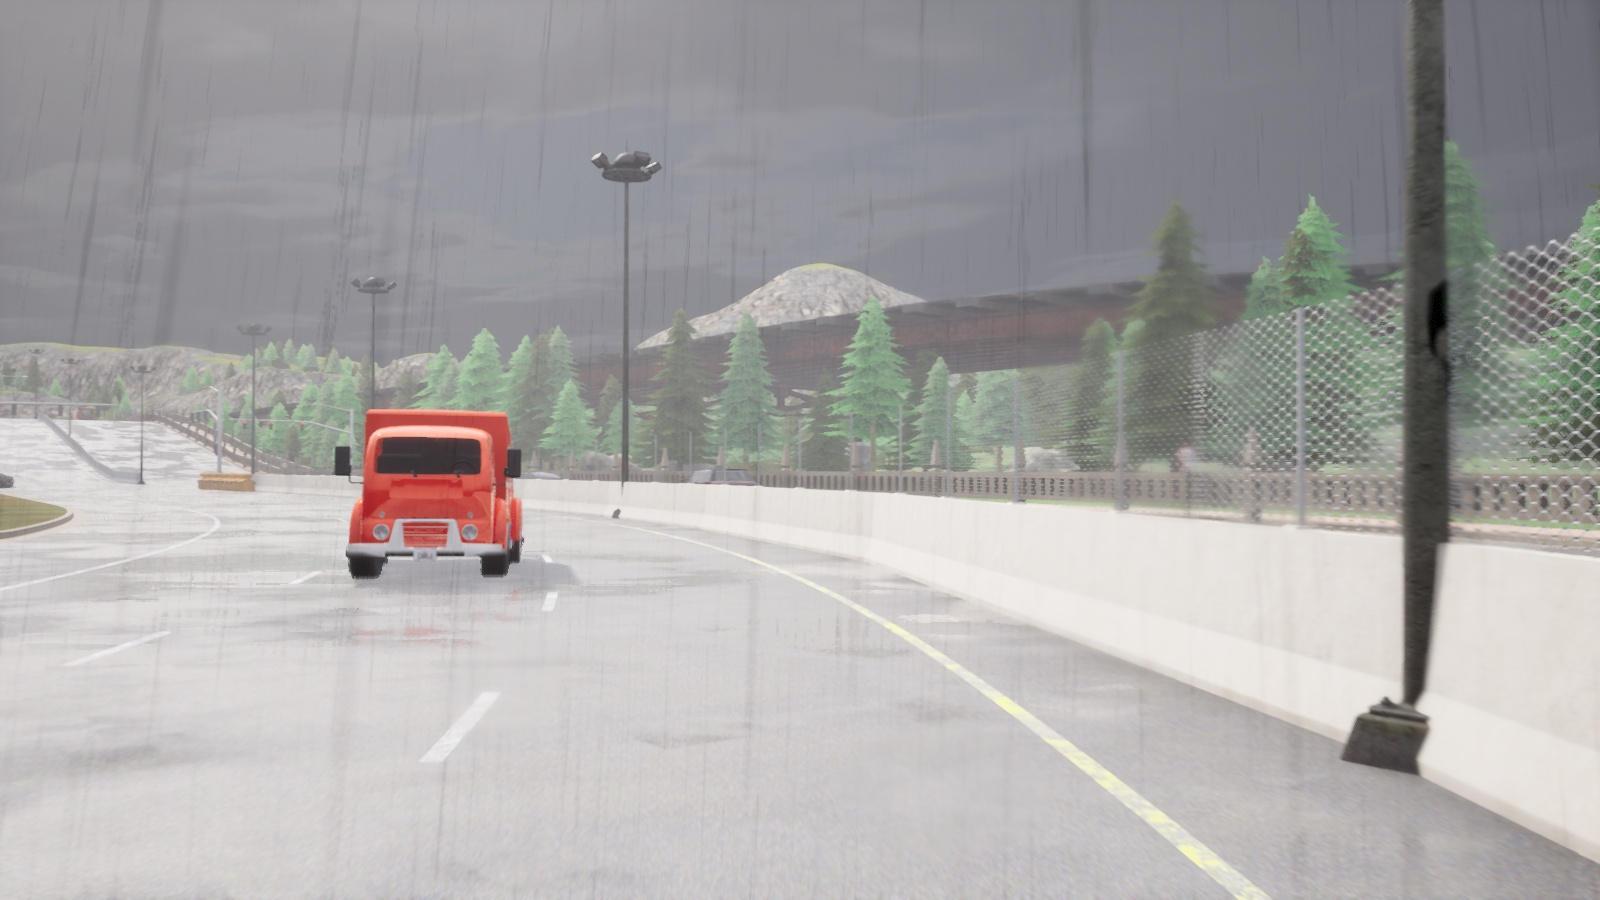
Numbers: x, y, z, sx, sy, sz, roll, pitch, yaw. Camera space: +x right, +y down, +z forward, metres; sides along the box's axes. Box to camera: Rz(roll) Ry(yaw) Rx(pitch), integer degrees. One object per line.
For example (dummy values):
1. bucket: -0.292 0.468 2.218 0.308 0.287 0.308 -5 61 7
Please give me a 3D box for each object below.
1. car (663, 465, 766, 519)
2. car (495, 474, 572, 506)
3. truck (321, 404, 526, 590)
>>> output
1. car: -3.069 1.423 43.982 2.097 1.767 4.553 0 -1 -25
2. car: -12.836 1.888 60.317 1.837 1.490 4.892 1 -1 -35
3. truck: -5.616 0.680 19.493 2.627 2.467 5.204 1 -1 -12
